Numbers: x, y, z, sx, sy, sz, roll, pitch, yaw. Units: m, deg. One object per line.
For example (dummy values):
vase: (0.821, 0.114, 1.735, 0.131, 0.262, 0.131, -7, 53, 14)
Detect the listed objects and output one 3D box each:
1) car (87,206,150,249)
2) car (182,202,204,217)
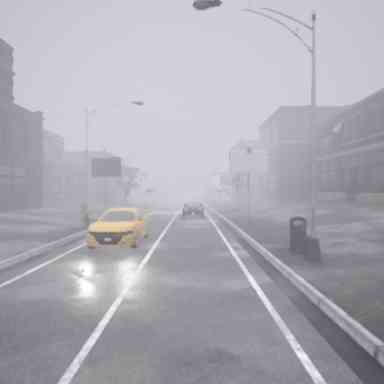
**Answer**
car: (-3.001, 1.418, 14.336, 1.882, 1.535, 5.008, 0, 0, 0)
car: (0.097, 1.551, 30.558, 1.895, 1.301, 4.718, 0, -1, 0)
